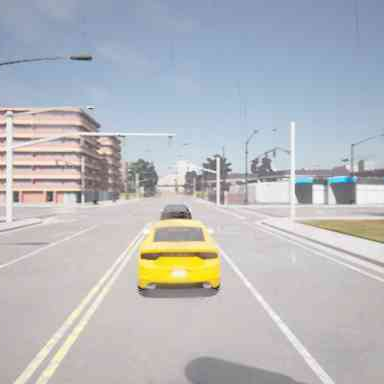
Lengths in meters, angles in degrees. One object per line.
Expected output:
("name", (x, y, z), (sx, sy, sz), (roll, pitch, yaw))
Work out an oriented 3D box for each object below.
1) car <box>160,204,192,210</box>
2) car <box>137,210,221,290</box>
("car", (-1.003, 1.514, 21.179), (1.882, 1.535, 5.008), (0, 0, -3))
("car", (-0.371, 1.493, 9.203), (1.882, 1.535, 5.008), (0, 0, -3))
